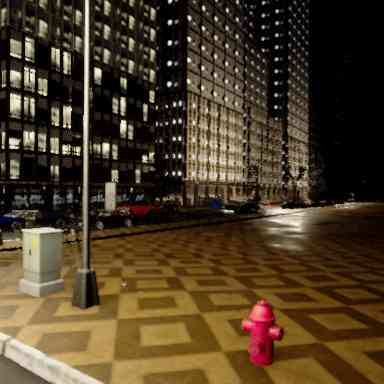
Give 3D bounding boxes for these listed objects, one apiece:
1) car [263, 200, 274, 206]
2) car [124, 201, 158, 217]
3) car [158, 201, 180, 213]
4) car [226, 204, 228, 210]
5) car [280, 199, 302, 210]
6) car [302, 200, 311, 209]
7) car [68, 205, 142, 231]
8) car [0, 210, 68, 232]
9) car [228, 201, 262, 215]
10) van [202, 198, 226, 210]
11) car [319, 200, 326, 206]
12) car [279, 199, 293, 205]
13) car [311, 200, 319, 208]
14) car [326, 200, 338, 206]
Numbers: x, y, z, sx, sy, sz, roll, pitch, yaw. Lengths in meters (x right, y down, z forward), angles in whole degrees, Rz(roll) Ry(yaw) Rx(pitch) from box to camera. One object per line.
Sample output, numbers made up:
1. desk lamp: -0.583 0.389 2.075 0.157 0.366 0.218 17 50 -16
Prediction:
1. car: 16.015 2.307 69.962 1.802 1.307 4.206 0 0 35
2. car: -5.995 1.684 33.752 2.097 1.767 4.553 1 0 35
3. car: -3.310 1.823 42.177 1.967 1.590 4.097 0 0 35
4. car: 6.745 2.125 51.926 1.994 1.385 4.181 1 0 35
5. car: 16.450 2.294 55.911 1.947 1.339 4.313 0 0 35
6. car: 19.671 2.367 60.543 1.802 1.307 4.206 0 0 35
7. car: -5.996 1.877 23.414 2.008 1.369 4.403 0 0 35
8. car: -10.635 1.846 22.207 1.895 1.301 4.718 1 0 39
9. car: 6.784 2.122 42.015 1.947 1.339 4.313 0 0 35
10. van: 3.132 1.839 51.440 1.690 1.788 3.998 0 0 35
11. car: 26.115 2.464 69.807 1.947 1.339 4.313 0 0 35
12. car: 22.456 2.404 79.224 1.947 1.339 4.313 0 0 35
13. car: 22.894 2.281 65.176 1.967 1.590 4.097 0 0 35
14. car: 32.559 2.577 79.072 1.947 1.339 4.313 0 0 35
